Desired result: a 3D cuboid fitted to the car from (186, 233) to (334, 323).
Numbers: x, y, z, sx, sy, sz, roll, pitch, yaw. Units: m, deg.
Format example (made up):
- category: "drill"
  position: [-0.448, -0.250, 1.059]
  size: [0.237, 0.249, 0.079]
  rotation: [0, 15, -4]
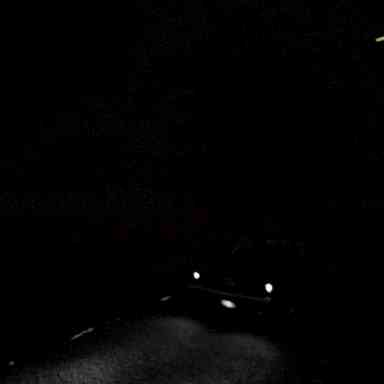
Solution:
- category: "car"
  position: [1.864, 1.703, 7.734]
  size: [1.895, 1.301, 4.718]
  rotation: [0, -1, 34]
